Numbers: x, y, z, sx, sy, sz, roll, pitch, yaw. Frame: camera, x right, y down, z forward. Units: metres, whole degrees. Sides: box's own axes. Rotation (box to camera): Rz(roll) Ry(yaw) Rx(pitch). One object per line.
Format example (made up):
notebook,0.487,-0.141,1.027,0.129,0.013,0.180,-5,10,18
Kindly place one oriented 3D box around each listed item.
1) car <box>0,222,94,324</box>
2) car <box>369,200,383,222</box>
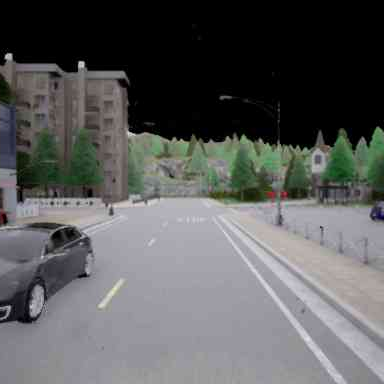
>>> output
car,-3.564,1.474,7.207,1.837,1.490,4.892,0,0,0
car,13.877,1.290,21.997,3.633,1.501,1.845,0,0,0
